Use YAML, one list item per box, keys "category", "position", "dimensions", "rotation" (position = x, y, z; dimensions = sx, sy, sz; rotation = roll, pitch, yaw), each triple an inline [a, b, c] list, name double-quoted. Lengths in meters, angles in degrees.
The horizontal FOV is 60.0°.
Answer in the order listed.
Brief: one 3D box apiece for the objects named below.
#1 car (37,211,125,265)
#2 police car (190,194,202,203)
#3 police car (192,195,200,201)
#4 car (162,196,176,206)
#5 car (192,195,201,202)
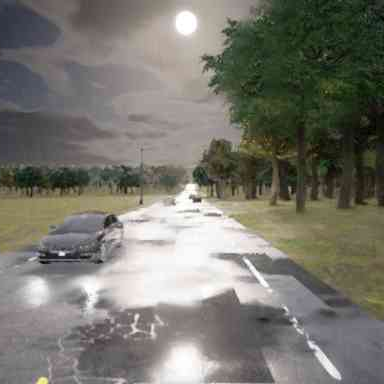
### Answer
- category: "car"
  position: [-3.599, 1.462, 11.627]
  dimensions: [1.837, 1.490, 4.892]
  rotation: [0, 0, 0]
- category: "police car"
  position: [1.059, 1.445, 69.987]
  dimensions: [1.930, 1.638, 5.238]
  rotation: [0, 0, 0]
- category: "police car"
  position: [1.061, 1.530, 85.989]
  dimensions: [1.930, 1.638, 5.238]
  rotation: [0, 0, 0]
- category: "car"
  position: [-3.562, 1.455, 52.871]
  dimensions: [2.128, 1.511, 4.902]
  rotation: [0, 0, 0]
- category: "car"
  position: [1.060, 1.546, 79.878]
  dimensions: [1.882, 1.535, 5.008]
  rotation: [0, 0, 0]
